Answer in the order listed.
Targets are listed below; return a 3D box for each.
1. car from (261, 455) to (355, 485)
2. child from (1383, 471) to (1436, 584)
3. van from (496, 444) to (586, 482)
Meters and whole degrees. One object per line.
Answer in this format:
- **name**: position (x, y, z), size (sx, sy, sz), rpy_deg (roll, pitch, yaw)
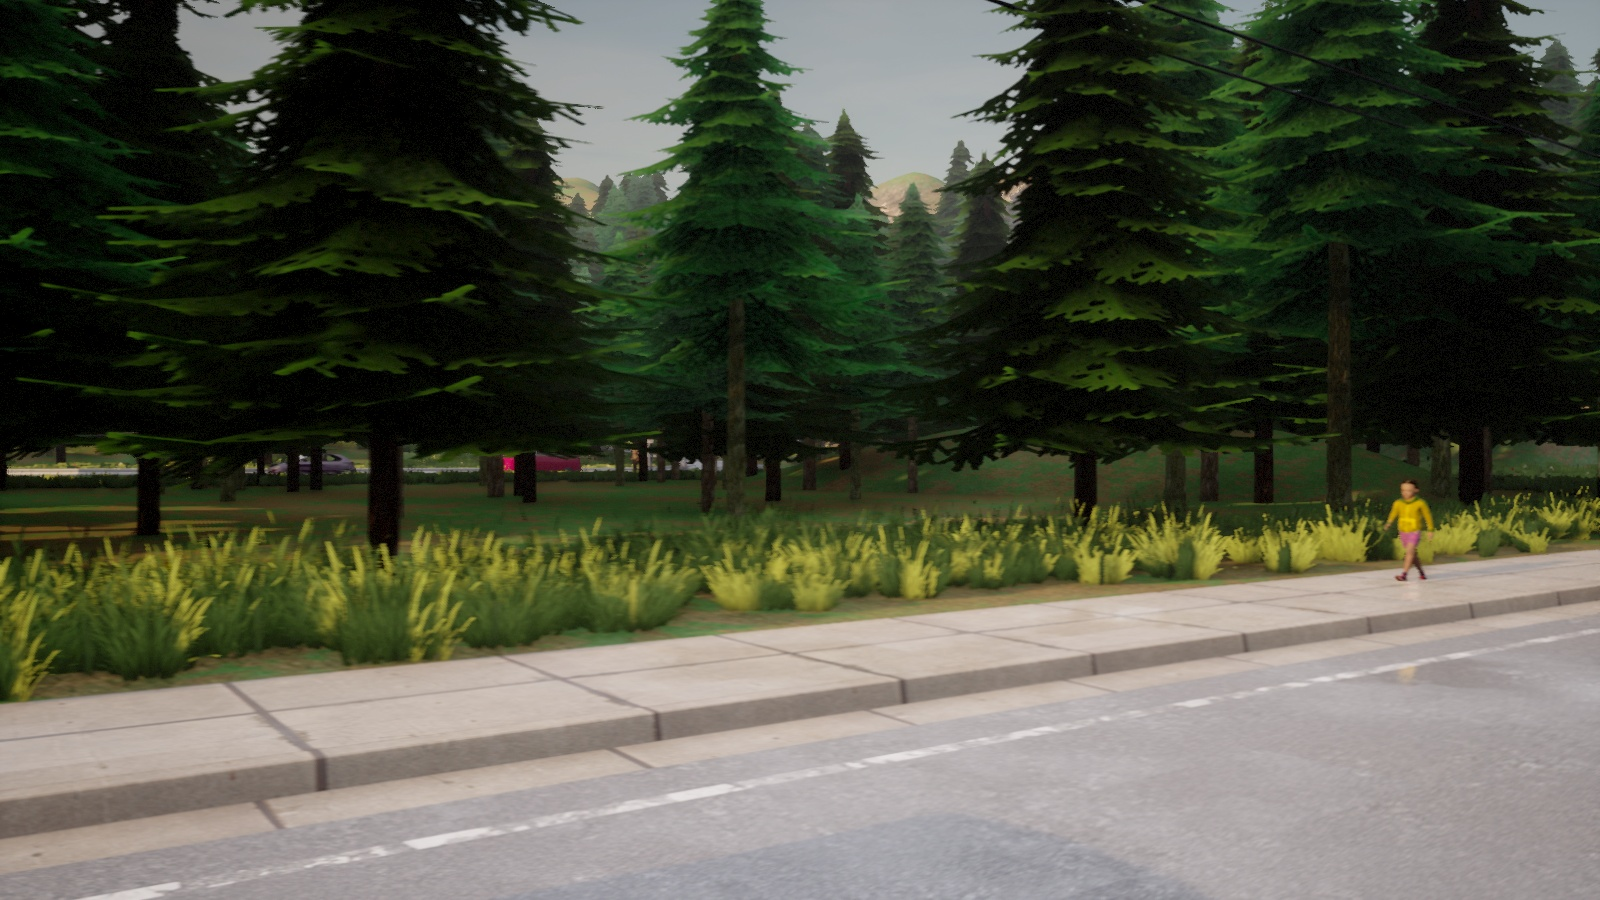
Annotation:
- **car**: position (-25.104, 0.975, 64.117), size (4.193, 1.474, 1.816), rpy_deg (0, 0, -36)
- **child**: position (6.408, 0.804, 13.199), size (0.473, 1.160, 0.299), rpy_deg (0, 0, -35)
- **van**: position (-13.955, 0.687, 67.746), size (4.442, 1.987, 1.775), rpy_deg (0, 0, -35)
